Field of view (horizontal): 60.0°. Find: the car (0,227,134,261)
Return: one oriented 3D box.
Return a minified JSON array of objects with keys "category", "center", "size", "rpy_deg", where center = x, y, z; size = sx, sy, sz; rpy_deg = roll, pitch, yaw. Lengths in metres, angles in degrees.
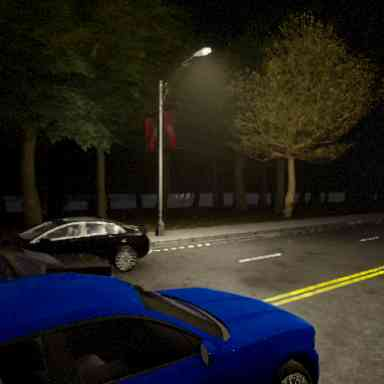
[{"category":"car","center":[-3.811,1.549,4.961],"size":[5.357,1.411,2.033],"rpy_deg":[0,0,-36]}]

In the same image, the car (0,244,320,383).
[{"category":"car","center":[-0.977,1.475,2.745],"size":[5.008,1.535,1.882],"rpy_deg":[0,0,-36]}]

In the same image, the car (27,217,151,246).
[{"category":"car","center":[-3.492,1.482,9.181],"size":[4.902,1.511,2.128],"rpy_deg":[0,0,-36]}]
